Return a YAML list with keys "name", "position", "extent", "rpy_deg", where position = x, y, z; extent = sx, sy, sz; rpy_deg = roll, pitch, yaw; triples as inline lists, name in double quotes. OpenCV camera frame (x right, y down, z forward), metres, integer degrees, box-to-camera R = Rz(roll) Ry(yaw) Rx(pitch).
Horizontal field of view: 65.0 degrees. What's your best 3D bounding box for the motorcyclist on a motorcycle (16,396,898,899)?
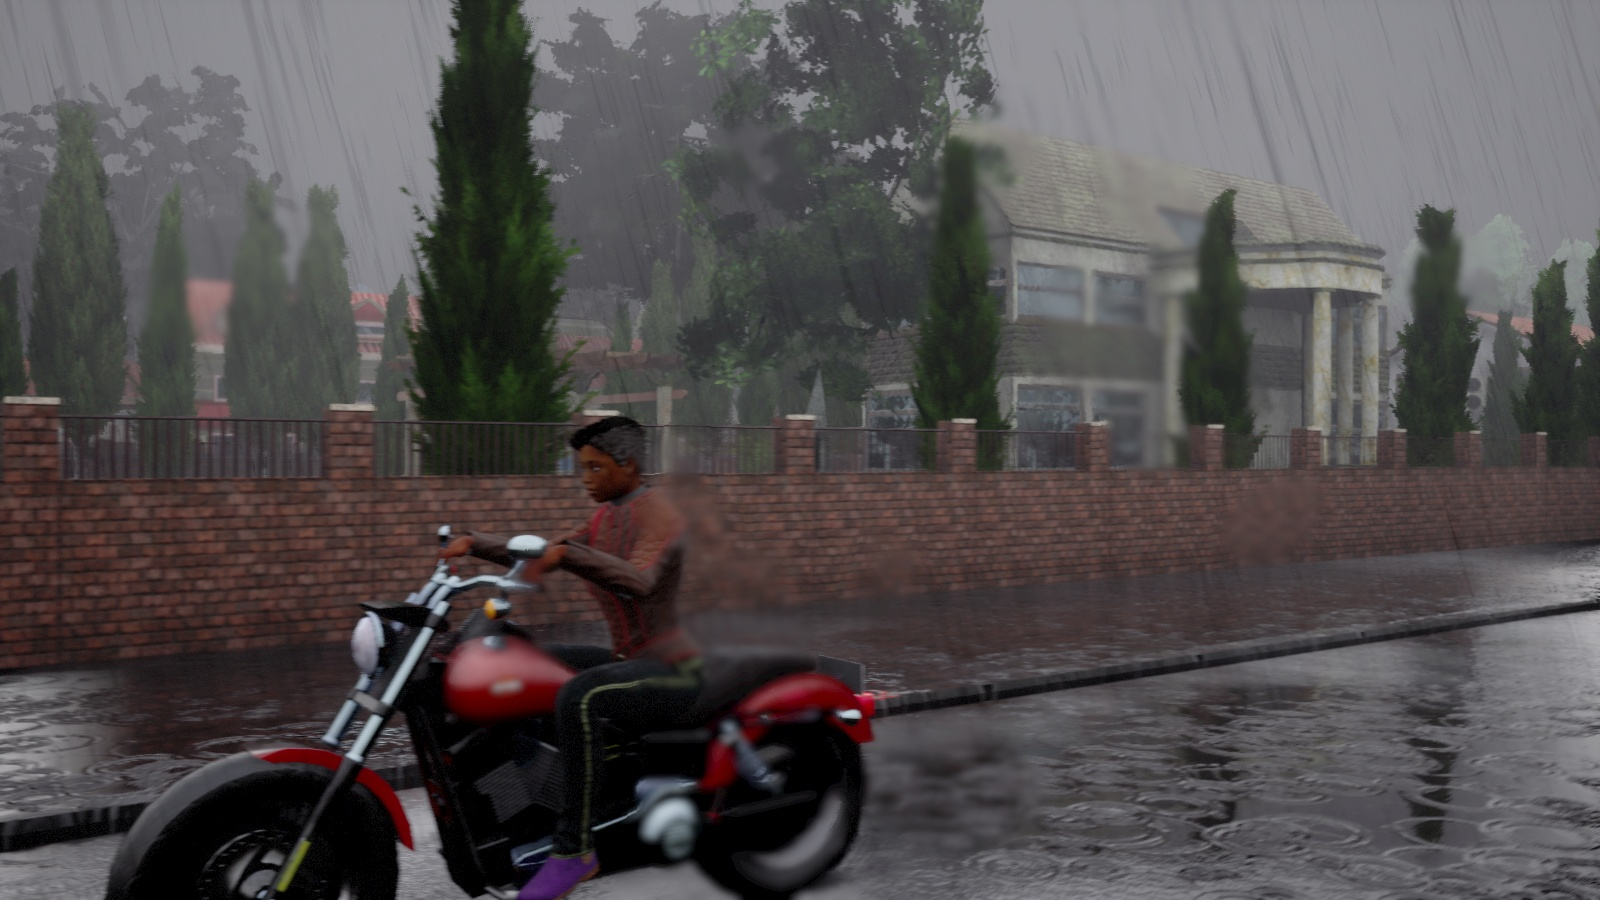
- name: "motorcyclist on a motorcycle"
  position: [-0.874, 0.706, 3.660]
  extent: [2.350, 1.649, 0.766]
  rpy_deg: [0, 0, -35]
